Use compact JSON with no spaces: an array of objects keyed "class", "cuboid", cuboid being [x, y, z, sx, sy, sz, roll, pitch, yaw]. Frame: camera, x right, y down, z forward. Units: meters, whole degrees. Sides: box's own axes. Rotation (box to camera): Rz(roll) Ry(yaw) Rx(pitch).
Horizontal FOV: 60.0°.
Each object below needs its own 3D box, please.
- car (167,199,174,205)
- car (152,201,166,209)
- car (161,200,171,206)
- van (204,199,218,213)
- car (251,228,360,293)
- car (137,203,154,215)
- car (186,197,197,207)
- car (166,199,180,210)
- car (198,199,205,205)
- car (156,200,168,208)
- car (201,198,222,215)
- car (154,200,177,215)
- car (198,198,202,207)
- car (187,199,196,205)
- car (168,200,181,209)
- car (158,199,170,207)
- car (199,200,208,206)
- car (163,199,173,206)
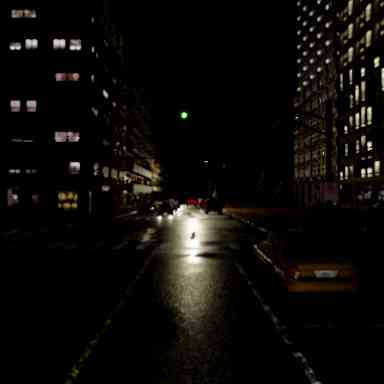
[{"class":"car","cuboid":[-5.784,2.674,90.772,1.752,1.417,4.829,0,-1,0]},{"class":"car","cuboid":[-5.751,2.257,57.785,2.008,1.369,4.403,0,-1,0]},{"class":"car","cuboid":[-5.768,2.509,74.363,1.802,1.307,4.206,0,-1,0]},{"class":"van","cuboid":[2.639,1.905,46.743,1.690,1.788,3.998,0,-1,0]},{"class":"car","cuboid":[2.677,1.631,8.975,1.752,1.417,4.829,0,-1,0]},{"class":"car","cuboid":[-5.734,2.045,41.206,2.008,1.369,4.403,0,-1,0]},{"class":"car","cuboid":[-0.070,2.094,70.020,2.150,2.045,5.566,0,-1,0]},{"class":"car","cuboid":[-3.139,2.156,50.244,2.033,1.411,5.357,0,-1,0]},{"class":"car","cuboid":[2.596,2.679,91.120,1.752,1.417,4.829,0,-1,0]},{"class":"car","cuboid":[-5.757,2.324,63.310,1.887,1.381,4.507,0,-1,0]},{"class":"car","cuboid":[2.644,1.810,41.218,2.192,1.841,5.009,0,-1,0]},{"class":"car","cuboid":[-3.162,2.028,40.117,2.033,1.411,5.357,0,-1,-4]},{"class":"car","cuboid":[2.622,2.095,63.321,2.192,1.841,5.009,0,-1,0]},{"class":"car","cuboid":[-0.080,2.461,80.403,2.033,1.411,5.357,0,-1,0]},{"class":"car","cuboid":[-3.106,2.233,60.437,2.128,1.511,4.902,0,-1,0]},{"class":"car","cuboid":[-5.763,2.293,68.839,1.967,1.590,4.097,0,-1,0]},{"class":"car","cuboid":[2.612,2.472,74.372,1.887,1.381,4.507,0,-1,0]},{"class":"car","cuboid":[-5.774,2.441,79.891,1.967,1.590,4.097,0,-1,0]}]
